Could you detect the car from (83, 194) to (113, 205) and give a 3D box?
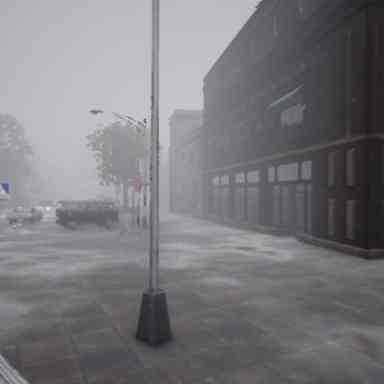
[{"bbox_3d":[-19.759,1.625,70.224,5.566,2.045,2.435,2,0,-35],"label":"car"}]

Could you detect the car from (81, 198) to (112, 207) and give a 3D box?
[{"bbox_3d":[-16.753,1.907,58.611,4.792,1.488,2.163,1,0,-35],"label":"car"}]

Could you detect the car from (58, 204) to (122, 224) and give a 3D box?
[{"bbox_3d":[-9.020,1.873,29.612,5.008,1.535,2.097,2,-1,-35],"label":"car"}]

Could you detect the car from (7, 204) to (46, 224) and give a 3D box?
[{"bbox_3d":[-14.122,1.953,28.421,1.895,1.301,4.718,0,-1,-15],"label":"car"}]

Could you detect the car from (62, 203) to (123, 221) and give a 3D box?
[{"bbox_3d":[-9.665,1.901,32.616,5.366,1.575,1.946,1,-1,-35],"label":"car"}]

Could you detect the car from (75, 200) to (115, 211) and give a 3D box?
[{"bbox_3d":[-13.671,1.892,47.021,4.892,1.521,2.231,1,0,-35],"label":"car"}]

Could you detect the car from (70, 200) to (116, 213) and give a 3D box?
[{"bbox_3d":[-13.063,1.888,44.012,5.366,1.575,1.946,1,0,-35],"label":"car"}]

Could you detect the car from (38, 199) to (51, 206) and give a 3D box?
[{"bbox_3d":[-26.825,1.914,60.868,1.895,1.301,4.718,0,0,-15],"label":"car"}]

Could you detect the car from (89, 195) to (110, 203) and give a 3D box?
[{"bbox_3d":[-23.560,1.768,84.766,4.553,1.767,2.185,1,-1,-35],"label":"car"}]

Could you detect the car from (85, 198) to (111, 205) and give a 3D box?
[{"bbox_3d":[-19.005,1.916,67.343,4.674,1.452,2.002,1,-1,-35],"label":"car"}]

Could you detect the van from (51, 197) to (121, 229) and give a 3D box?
[{"bbox_3d":[-7.352,1.578,23.904,4.442,1.987,1.878,2,-1,-35],"label":"van"}]

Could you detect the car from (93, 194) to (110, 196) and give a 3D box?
[{"bbox_3d":[-17.457,1.752,61.548,4.553,1.767,2.185,1,0,-35],"label":"car"}]

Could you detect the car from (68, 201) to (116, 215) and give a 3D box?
[{"bbox_3d":[-12.293,1.891,41.111,5.366,1.575,1.946,1,0,-35],"label":"car"}]

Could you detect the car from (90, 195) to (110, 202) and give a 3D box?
[{"bbox_3d":[-24.316,1.774,87.671,4.553,1.767,2.185,1,-1,-35],"label":"car"}]

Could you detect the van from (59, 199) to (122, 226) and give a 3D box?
[{"bbox_3d":[-8.142,1.614,26.799,4.442,1.987,1.878,2,-1,-35],"label":"van"}]

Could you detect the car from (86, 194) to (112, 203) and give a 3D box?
[{"bbox_3d":[-22.038,1.633,78.948,5.566,2.045,2.435,1,0,-35],"label":"car"}]

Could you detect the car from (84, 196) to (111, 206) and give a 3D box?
[{"bbox_3d":[-18.214,1.751,64.453,4.553,1.767,2.185,1,0,-35],"label":"car"}]
